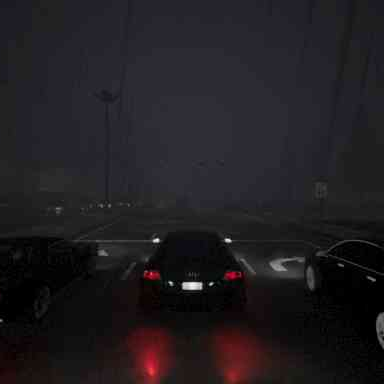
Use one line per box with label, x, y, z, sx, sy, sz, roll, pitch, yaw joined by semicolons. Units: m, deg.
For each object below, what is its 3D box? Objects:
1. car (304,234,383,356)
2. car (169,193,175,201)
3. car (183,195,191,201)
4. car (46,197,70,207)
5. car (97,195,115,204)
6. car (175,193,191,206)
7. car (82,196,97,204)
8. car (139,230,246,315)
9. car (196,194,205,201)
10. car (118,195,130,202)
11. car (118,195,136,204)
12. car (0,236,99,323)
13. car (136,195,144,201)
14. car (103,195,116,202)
car;3.503;1.505;5.836;1.837;1.490;4.892;0;0;0
car;-4.805;1.220;86.402;2.150;2.045;5.566;0;0;0
car;-1.306;1.521;86.765;2.128;1.511;4.902;0;0;0
car;-20.119;1.526;50.247;1.812;1.442;4.674;0;0;4
car;-16.324;1.600;64.605;1.895;1.301;4.718;0;0;1
car;-1.299;1.352;55.393;2.097;1.767;4.553;0;0;0
car;-19.816;1.502;64.773;1.837;1.490;4.892;0;0;0
car;0.006;1.564;7.659;1.994;1.385;4.181;0;0;0
car;2.194;1.350;86.719;2.097;1.767;4.553;0;0;0
car;-16.304;1.500;79.631;1.837;1.490;4.892;0;0;0
car;-12.825;1.504;65.664;1.837;1.490;4.892;0;0;0
car;-3.495;1.601;7.158;1.895;1.301;4.718;0;0;0
car;-12.804;1.499;80.596;1.837;1.490;4.892;0;0;0
car;-19.804;1.477;79.940;1.882;1.535;5.008;0;0;0
